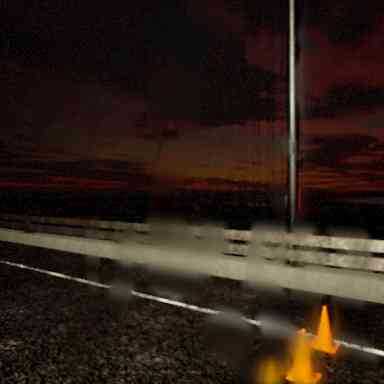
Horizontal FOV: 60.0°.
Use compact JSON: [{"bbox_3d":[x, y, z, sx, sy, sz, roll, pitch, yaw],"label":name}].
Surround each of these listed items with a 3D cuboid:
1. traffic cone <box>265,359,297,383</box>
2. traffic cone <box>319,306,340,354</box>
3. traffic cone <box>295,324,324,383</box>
[{"bbox_3d":[0.775,1.961,3.234,0.340,0.580,0.340,0,0,36],"label":"traffic cone"},{"bbox_3d":[1.938,1.961,4.860,0.340,0.580,0.340,0,0,36],"label":"traffic cone"},{"bbox_3d":[1.356,1.961,4.047,0.340,0.580,0.340,0,0,36],"label":"traffic cone"}]
